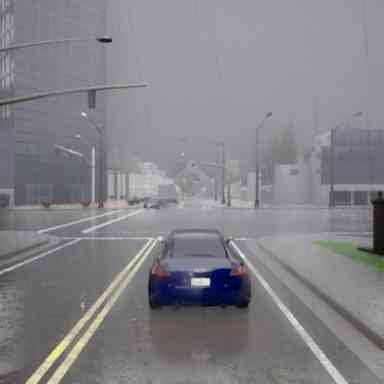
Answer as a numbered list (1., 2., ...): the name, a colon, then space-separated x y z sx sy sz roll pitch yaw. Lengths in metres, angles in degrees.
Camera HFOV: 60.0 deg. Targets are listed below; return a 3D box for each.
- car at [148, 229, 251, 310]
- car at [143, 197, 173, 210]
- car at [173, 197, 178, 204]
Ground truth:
1. car: 0.090 1.549 7.868 1.994 1.385 4.181 0 0 -2
2. car: -4.391 1.433 41.068 2.128 1.511 4.902 0 0 14
3. car: -3.527 1.486 59.788 1.895 1.301 4.718 0 0 0
